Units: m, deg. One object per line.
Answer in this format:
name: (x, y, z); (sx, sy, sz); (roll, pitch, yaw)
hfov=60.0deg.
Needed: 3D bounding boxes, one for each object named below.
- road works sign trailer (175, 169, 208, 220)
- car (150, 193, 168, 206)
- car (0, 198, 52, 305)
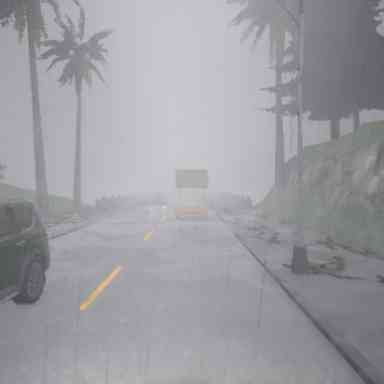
road works sign trailer: (0.001, 0.125, 24.300); (2.380, 3.560, 2.880); (0, 1, 0)
car: (-4.065, 0.928, 41.347); (1.837, 1.490, 4.892); (0, 2, 0)
car: (-4.097, 1.153, 4.934); (2.150, 2.045, 5.566); (0, 1, 0)
